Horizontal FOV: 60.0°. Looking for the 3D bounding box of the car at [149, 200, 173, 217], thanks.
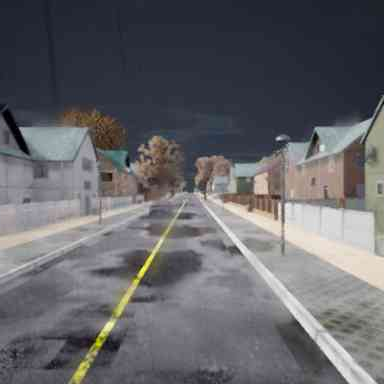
[{"bbox_3d":[-2.746,1.437,30.369,2.033,1.411,5.357,0,0,0],"label":"car"}]
